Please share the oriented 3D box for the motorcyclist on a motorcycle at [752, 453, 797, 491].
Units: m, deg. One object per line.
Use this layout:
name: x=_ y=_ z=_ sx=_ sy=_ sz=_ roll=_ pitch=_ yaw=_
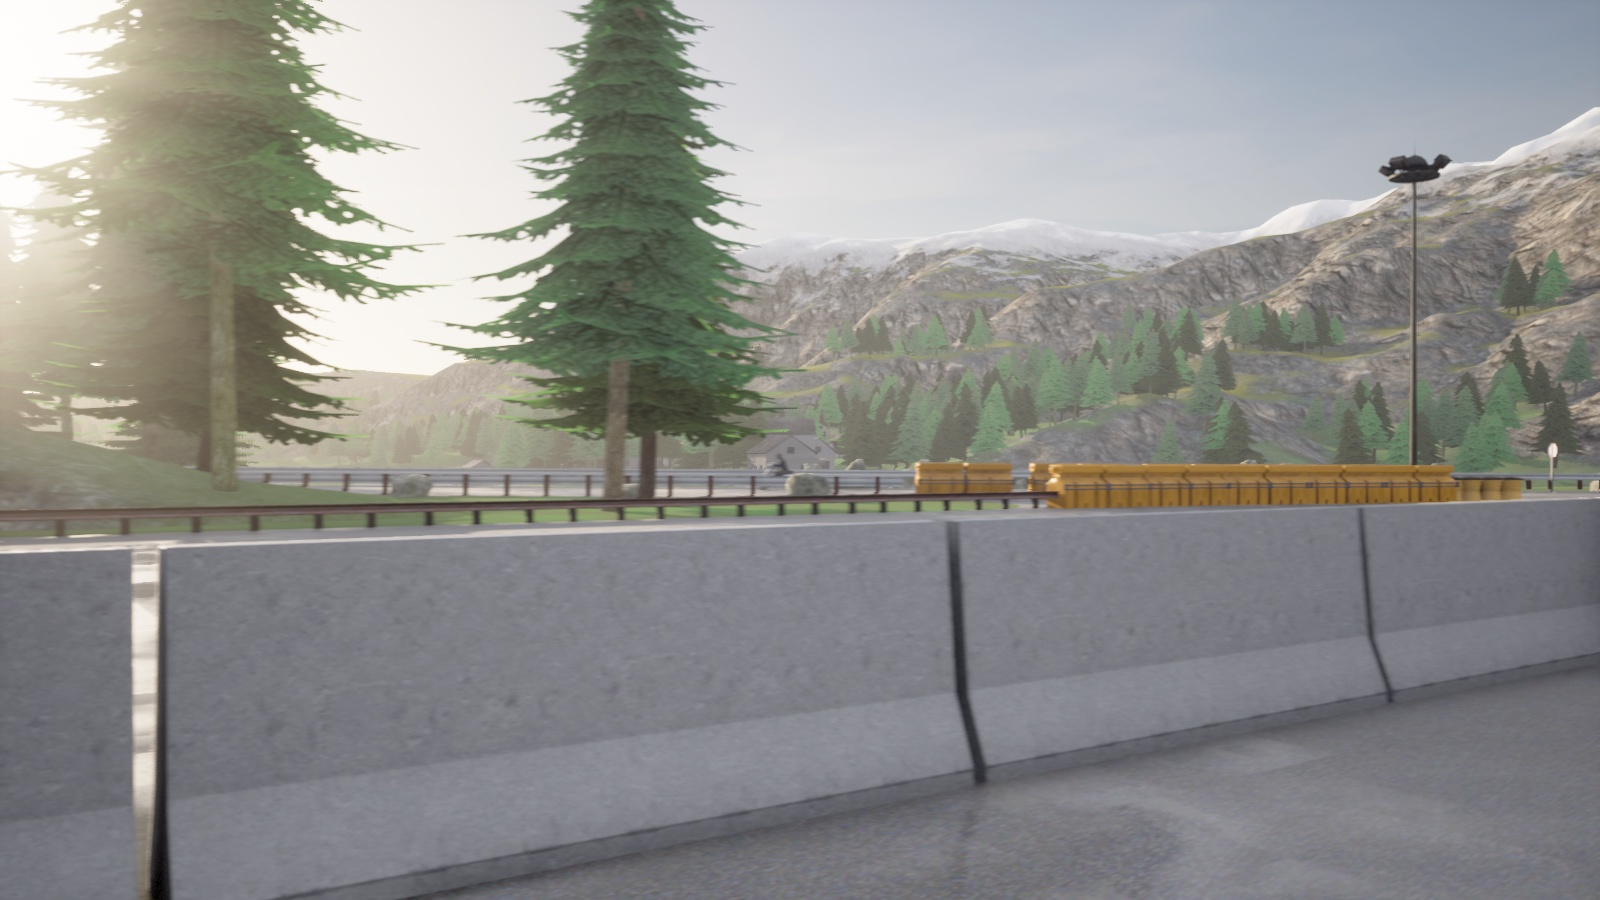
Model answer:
motorcyclist on a motorcycle: x=-1.057 y=0.923 z=52.408 sx=1.817 sy=1.590 sz=0.866 roll=0 pitch=0 yaw=2
